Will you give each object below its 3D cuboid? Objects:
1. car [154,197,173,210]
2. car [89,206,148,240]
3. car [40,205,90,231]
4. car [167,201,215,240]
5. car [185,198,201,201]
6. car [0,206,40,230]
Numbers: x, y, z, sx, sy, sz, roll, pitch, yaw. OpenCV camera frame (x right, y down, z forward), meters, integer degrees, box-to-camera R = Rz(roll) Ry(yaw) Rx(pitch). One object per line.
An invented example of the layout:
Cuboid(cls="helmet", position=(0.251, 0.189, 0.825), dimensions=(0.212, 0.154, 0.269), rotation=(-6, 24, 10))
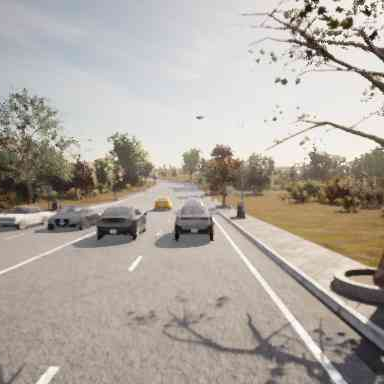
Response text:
Cuboid(cls="car", position=(-3.407, 1.352, 39.949), dimensions=(1.882, 1.535, 5.008), rotation=(0, 0, 0))
Cuboid(cls="car", position=(-3.402, 1.454, 16.765), dimensions=(1.837, 1.490, 4.892), rotation=(0, 0, 0))
Cuboid(cls="car", position=(-7.041, 1.503, 20.007), dimensions=(1.994, 1.385, 4.181), rotation=(0, 0, 0))
Cuboid(cls="car", position=(0.098, 1.441, 16.649), dimensions=(2.128, 1.511, 4.902), rotation=(0, 0, 0))
Cuboid(cls="car", position=(0.092, 1.400, 39.825), dimensions=(1.812, 1.442, 4.674), rotation=(0, 0, 0))
Cuboid(cls="car", position=(-10.532, 1.538, 20.473), dimensions=(1.895, 1.301, 4.718), rotation=(0, 0, 0))
